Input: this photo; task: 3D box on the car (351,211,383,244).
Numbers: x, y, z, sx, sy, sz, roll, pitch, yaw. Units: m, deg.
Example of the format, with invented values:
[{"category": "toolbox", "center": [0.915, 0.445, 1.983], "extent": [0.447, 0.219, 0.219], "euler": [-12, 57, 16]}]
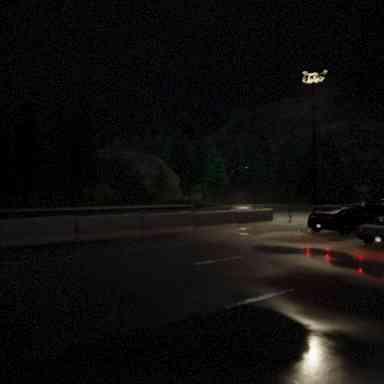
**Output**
[{"category": "car", "center": [9.300, 1.615, 14.679], "extent": [4.718, 1.301, 1.895], "euler": [0, 0, -35]}]

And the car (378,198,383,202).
[{"category": "car", "center": [36.443, 1.516, 59.961], "extent": [5.566, 2.045, 2.150], "euler": [2, -1, -35]}]

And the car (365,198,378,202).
[{"category": "car", "center": [34.429, 1.844, 62.823], "extent": [4.181, 1.385, 1.994], "euler": [2, -1, -35]}]

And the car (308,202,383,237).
[{"category": "car", "center": [8.426, 1.509, 18.356], "extent": [4.902, 1.511, 2.128], "euler": [0, 0, -35]}]
